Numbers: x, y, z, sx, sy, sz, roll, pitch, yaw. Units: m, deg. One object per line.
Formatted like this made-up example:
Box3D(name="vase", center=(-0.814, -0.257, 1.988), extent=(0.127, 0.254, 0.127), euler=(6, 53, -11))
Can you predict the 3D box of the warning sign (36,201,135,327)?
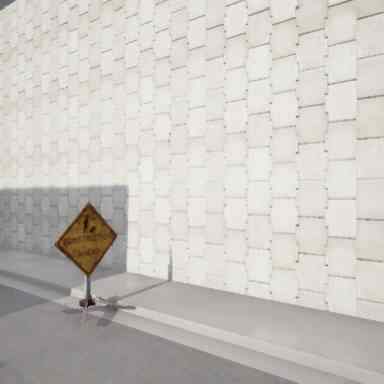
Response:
Box3D(name="warning sign", center=(-1.844, 1.115, 5.860), extent=(1.060, 1.860, 1.300), euler=(0, 0, 36))
